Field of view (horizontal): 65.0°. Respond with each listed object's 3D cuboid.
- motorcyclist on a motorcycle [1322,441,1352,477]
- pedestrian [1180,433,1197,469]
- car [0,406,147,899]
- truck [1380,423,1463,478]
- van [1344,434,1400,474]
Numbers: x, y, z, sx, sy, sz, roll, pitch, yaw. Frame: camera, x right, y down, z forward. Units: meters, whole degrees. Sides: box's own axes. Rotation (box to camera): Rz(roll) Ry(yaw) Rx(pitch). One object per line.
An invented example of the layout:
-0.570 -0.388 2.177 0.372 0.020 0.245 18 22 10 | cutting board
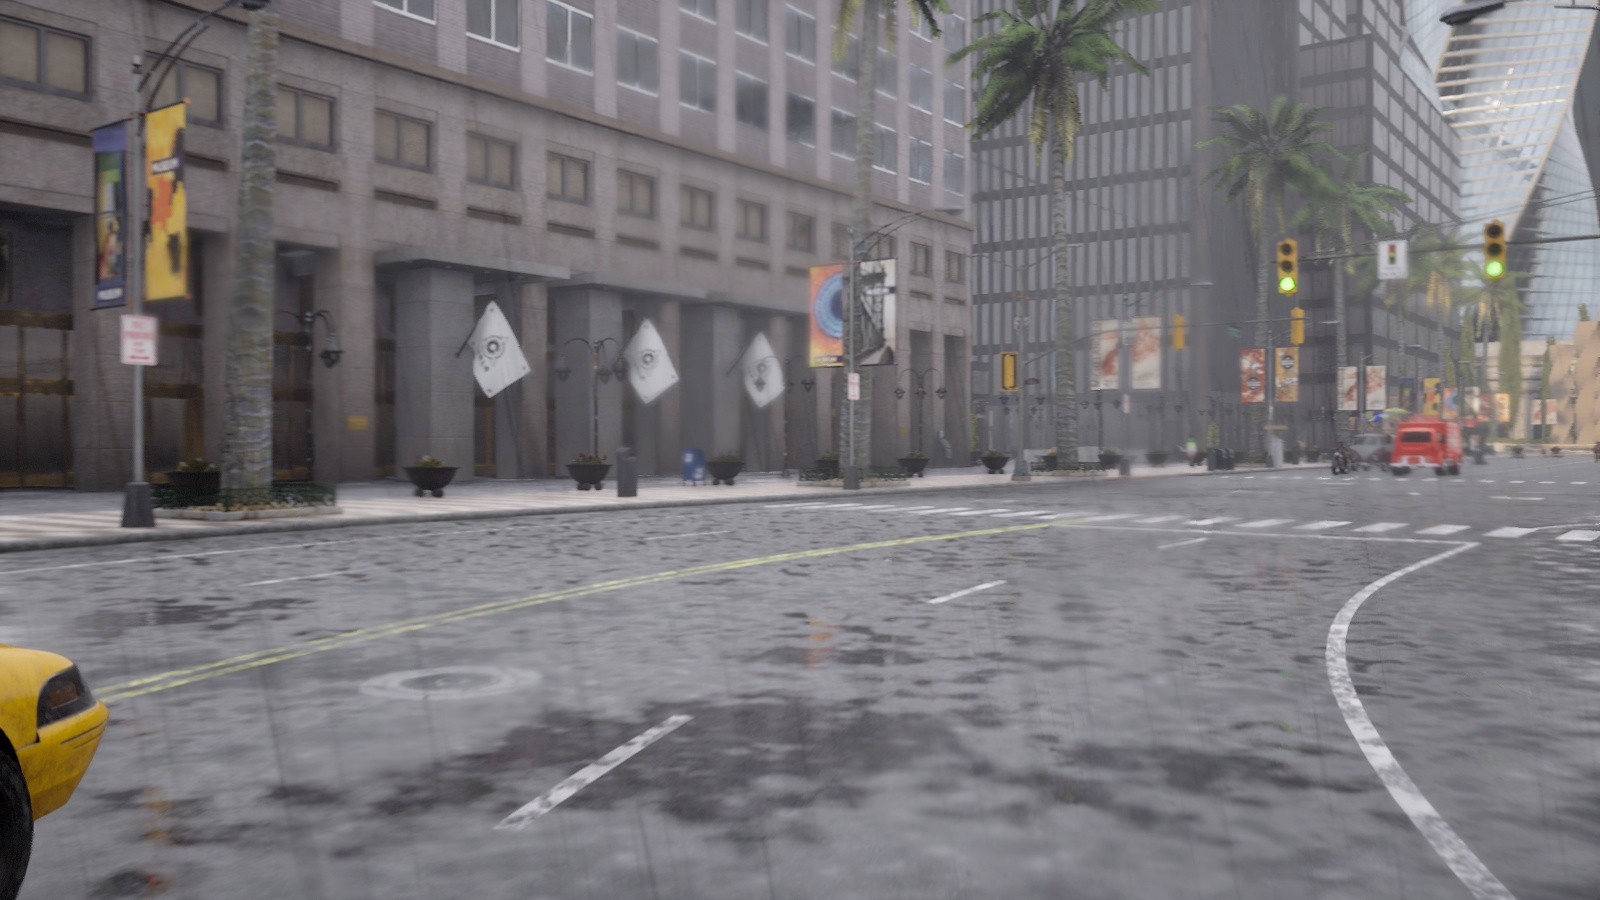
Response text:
25.703 0.413 60.123 0.766 1.649 2.350 0 1 37 | motorcyclist on a motorcycle
21.400 0.059 69.145 0.659 1.952 0.873 0 0 34 | pedestrian
-3.361 0.668 1.733 1.801 1.575 5.366 0 0 4 | car
29.322 -0.010 59.140 2.627 2.467 5.204 0 0 37 | truck
30.063 0.192 65.978 1.775 1.987 4.442 0 0 37 | van
